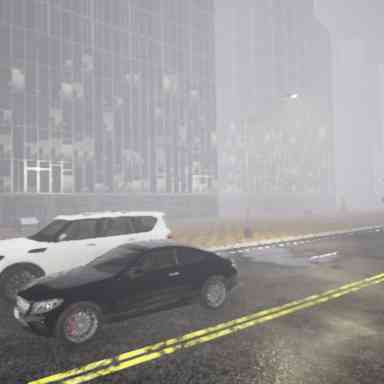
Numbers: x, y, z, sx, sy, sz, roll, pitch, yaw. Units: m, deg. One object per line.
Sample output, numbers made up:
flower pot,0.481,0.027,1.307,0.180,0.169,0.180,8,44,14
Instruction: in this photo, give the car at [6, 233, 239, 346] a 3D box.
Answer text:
car,-1.064,1.789,6.967,4.674,1.442,1.812,0,-2,-36

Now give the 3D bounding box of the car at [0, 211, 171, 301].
car,-3.110,1.605,9.489,5.566,2.045,2.150,0,-2,-36
